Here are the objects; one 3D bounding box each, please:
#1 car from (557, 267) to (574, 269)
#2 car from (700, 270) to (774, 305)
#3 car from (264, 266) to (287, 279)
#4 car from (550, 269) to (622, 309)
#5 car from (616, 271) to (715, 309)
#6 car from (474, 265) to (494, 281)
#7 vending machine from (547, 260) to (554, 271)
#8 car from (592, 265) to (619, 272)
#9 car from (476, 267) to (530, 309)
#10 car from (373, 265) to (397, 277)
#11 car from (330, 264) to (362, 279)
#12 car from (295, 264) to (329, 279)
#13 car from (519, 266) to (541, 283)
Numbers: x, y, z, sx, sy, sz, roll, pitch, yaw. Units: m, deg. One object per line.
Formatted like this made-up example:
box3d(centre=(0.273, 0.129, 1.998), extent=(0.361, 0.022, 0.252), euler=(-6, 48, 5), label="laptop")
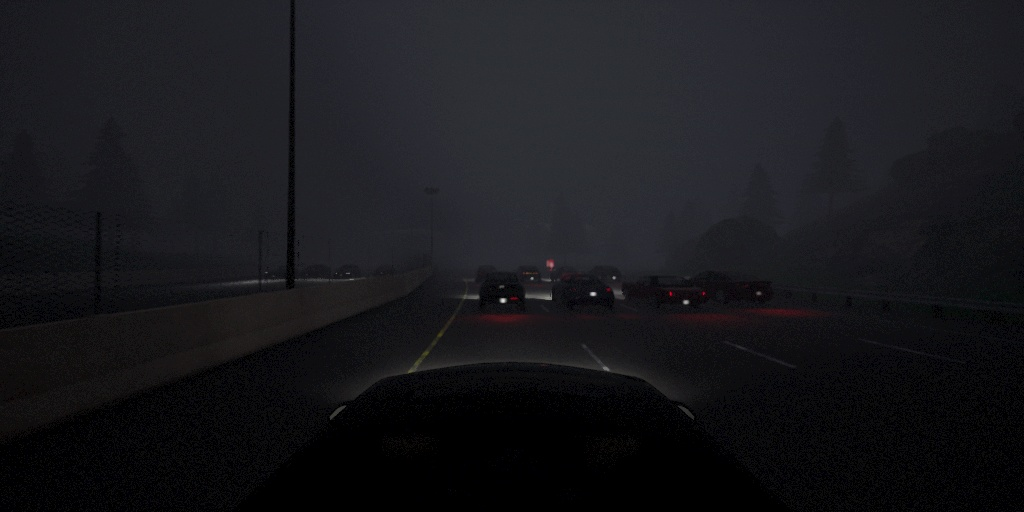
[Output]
box3d(centre=(4.758, 1.638, 32.027), extent=(1.994, 1.385, 4.181), euler=(0, -1, -8), label="car")
box3d(centre=(9.926, 1.393, 17.145), extent=(1.882, 1.535, 5.008), euler=(0, 0, -4), label="car")
box3d(centre=(-24.321, 1.737, 38.186), extent=(1.895, 1.301, 4.718), euler=(0, -1, -10), label="car")
box3d(centre=(3.007, 1.466, 15.902), extent=(1.994, 1.385, 4.181), euler=(0, -1, -4), label="car")
box3d(centre=(6.514, 1.503, 15.928), extent=(1.895, 1.301, 4.718), euler=(0, -1, -4), label="car")
box3d(centre=(-2.285, 1.548, 31.803), extent=(1.882, 1.535, 5.008), euler=(0, 0, -9), label="car")
box3d(centre=(6.722, 1.596, 62.755), extent=(1.100, 2.100, 0.880), euler=(0, 0, -16), label="vending machine")
box3d(centre=(8.233, 1.586, 32.484), extent=(1.837, 1.490, 4.892), euler=(0, 0, -8), label="car")
box3d(centre=(-0.496, 1.407, 15.756), extent=(1.837, 1.490, 4.892), euler=(0, 0, -4), label="car")
box3d(centre=(-14.784, 1.740, 41.959), extent=(1.994, 1.385, 4.181), euler=(0, 0, -7), label="car")
box3d(centre=(-17.598, 1.642, 38.628), extent=(1.837, 1.490, 4.892), euler=(1, 0, -8), label="car")
box3d(centre=(-21.346, 1.649, 39.226), extent=(1.837, 1.490, 4.892), euler=(1, 0, -6), label="car")
box3d(centre=(1.295, 1.575, 31.547), extent=(1.837, 1.490, 4.892), euler=(0, 0, -8), label="car")
